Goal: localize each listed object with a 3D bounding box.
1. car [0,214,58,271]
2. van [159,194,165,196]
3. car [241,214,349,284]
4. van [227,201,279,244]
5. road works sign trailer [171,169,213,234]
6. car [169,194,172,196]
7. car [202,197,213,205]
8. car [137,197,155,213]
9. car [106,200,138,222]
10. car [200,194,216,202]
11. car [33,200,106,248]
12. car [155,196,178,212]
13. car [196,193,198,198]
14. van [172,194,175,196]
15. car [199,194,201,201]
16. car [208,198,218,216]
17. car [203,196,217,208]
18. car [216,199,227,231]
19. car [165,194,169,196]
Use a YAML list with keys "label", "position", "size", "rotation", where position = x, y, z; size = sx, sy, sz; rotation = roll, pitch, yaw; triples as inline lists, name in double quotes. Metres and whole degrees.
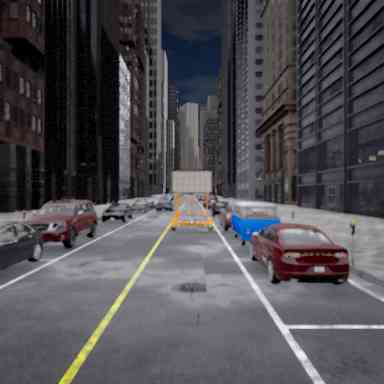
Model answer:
- label: "car"
  position: [-5.762, 1.551, 9.428]
  size: [2.008, 1.369, 4.403]
  rotation: [0, 0, 0]
- label: "van"
  position: [-5.765, 1.365, 54.304]
  size: [1.690, 1.788, 3.998]
  rotation: [0, 0, 0]
- label: "car"
  position: [2.763, 1.546, 9.444]
  size: [1.887, 1.381, 4.507]
  rotation: [0, 0, 0]
- label: "van"
  position: [2.763, 1.343, 15.053]
  size: [1.690, 1.788, 3.998]
  rotation: [0, 0, 0]
- label: "road works sign trailer"
  position: [-0.001, 0.467, 19.387]
  size: [2.380, 3.560, 2.880]
  rotation: [0, 0, 0]
- label: "car"
  position: [-5.766, 1.349, 65.523]
  size: [2.192, 1.841, 5.009]
  rotation: [0, 0, 0]
- label: "car"
  position: [2.760, 1.556, 60.096]
  size: [1.752, 1.417, 4.829]
  rotation: [0, 0, 0]
- label: "car"
  position: [-5.764, 1.562, 37.476]
  size: [2.008, 1.369, 4.403]
  rotation: [0, 0, 0]
- label: "car"
  position: [-5.763, 1.571, 26.257]
  size: [1.947, 1.339, 4.313]
  rotation: [0, 0, 0]
- label: "car"
  position: [2.761, 1.335, 48.708]
  size: [2.192, 1.841, 5.009]
  rotation: [0, 0, 0]
- label: "car"
  position: [-5.762, 1.317, 15.038]
  size: [2.192, 1.841, 5.009]
  rotation: [0, 0, 0]
- label: "car"
  position: [-3.099, 1.560, 38.691]
  size: [2.033, 1.411, 5.357]
  rotation: [0, 0, 0]
- label: "car"
  position: [2.758, 1.367, 82.363]
  size: [2.192, 1.841, 5.009]
  rotation: [0, 0, 0]
- label: "van"
  position: [-5.767, 1.392, 82.352]
  size: [1.690, 1.788, 3.998]
  rotation: [0, 0, 0]
- label: "car"
  position: [2.760, 1.340, 54.317]
  size: [2.192, 1.841, 5.009]
  rotation: [0, 0, 0]
- label: "car"
  position: [2.762, 1.574, 31.880]
  size: [1.947, 1.339, 4.313]
  rotation: [0, 0, 0]
- label: "car"
  position: [2.761, 1.598, 43.098]
  size: [1.802, 1.307, 4.206]
  rotation: [0, 0, 0]
- label: "car"
  position: [2.763, 1.444, 20.662]
  size: [1.967, 1.590, 4.097]
  rotation: [0, 0, 0]
- label: "car"
  position: [-5.765, 1.469, 59.914]
  size: [1.967, 1.590, 4.097]
  rotation: [0, 0, 0]
